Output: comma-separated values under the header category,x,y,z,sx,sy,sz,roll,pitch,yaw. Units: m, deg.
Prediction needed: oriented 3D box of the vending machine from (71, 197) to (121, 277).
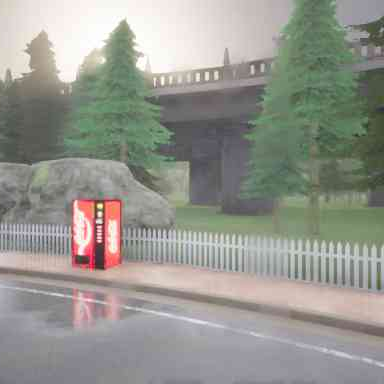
category,x,y,z,sx,sy,sz,roll,pitch,yaw
vending machine,-2.709,1.195,9.494,0.880,2.100,1.100,0,0,23
